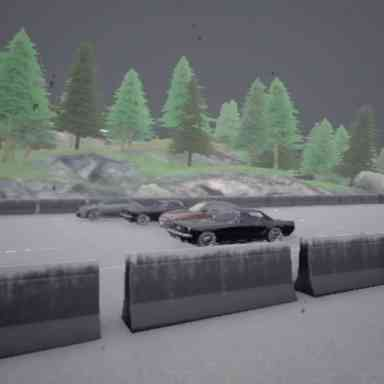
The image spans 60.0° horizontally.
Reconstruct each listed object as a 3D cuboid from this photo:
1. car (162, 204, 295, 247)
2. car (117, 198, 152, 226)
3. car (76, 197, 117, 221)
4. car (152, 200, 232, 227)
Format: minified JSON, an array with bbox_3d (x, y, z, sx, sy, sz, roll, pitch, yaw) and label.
[{"bbox_3d":[1.519,1.306,12.657,4.718,1.301,1.895,0,1,-26],"label":"car"},{"bbox_3d":[-1.577,1.138,18.933,4.718,1.301,1.895,0,1,-26],"label":"car"},{"bbox_3d":[-5.133,1.028,21.092,4.181,1.385,1.994,0,2,-26],"label":"car"},{"bbox_3d":[0.707,1.144,16.149,4.674,1.442,1.812,0,2,-26],"label":"car"}]
